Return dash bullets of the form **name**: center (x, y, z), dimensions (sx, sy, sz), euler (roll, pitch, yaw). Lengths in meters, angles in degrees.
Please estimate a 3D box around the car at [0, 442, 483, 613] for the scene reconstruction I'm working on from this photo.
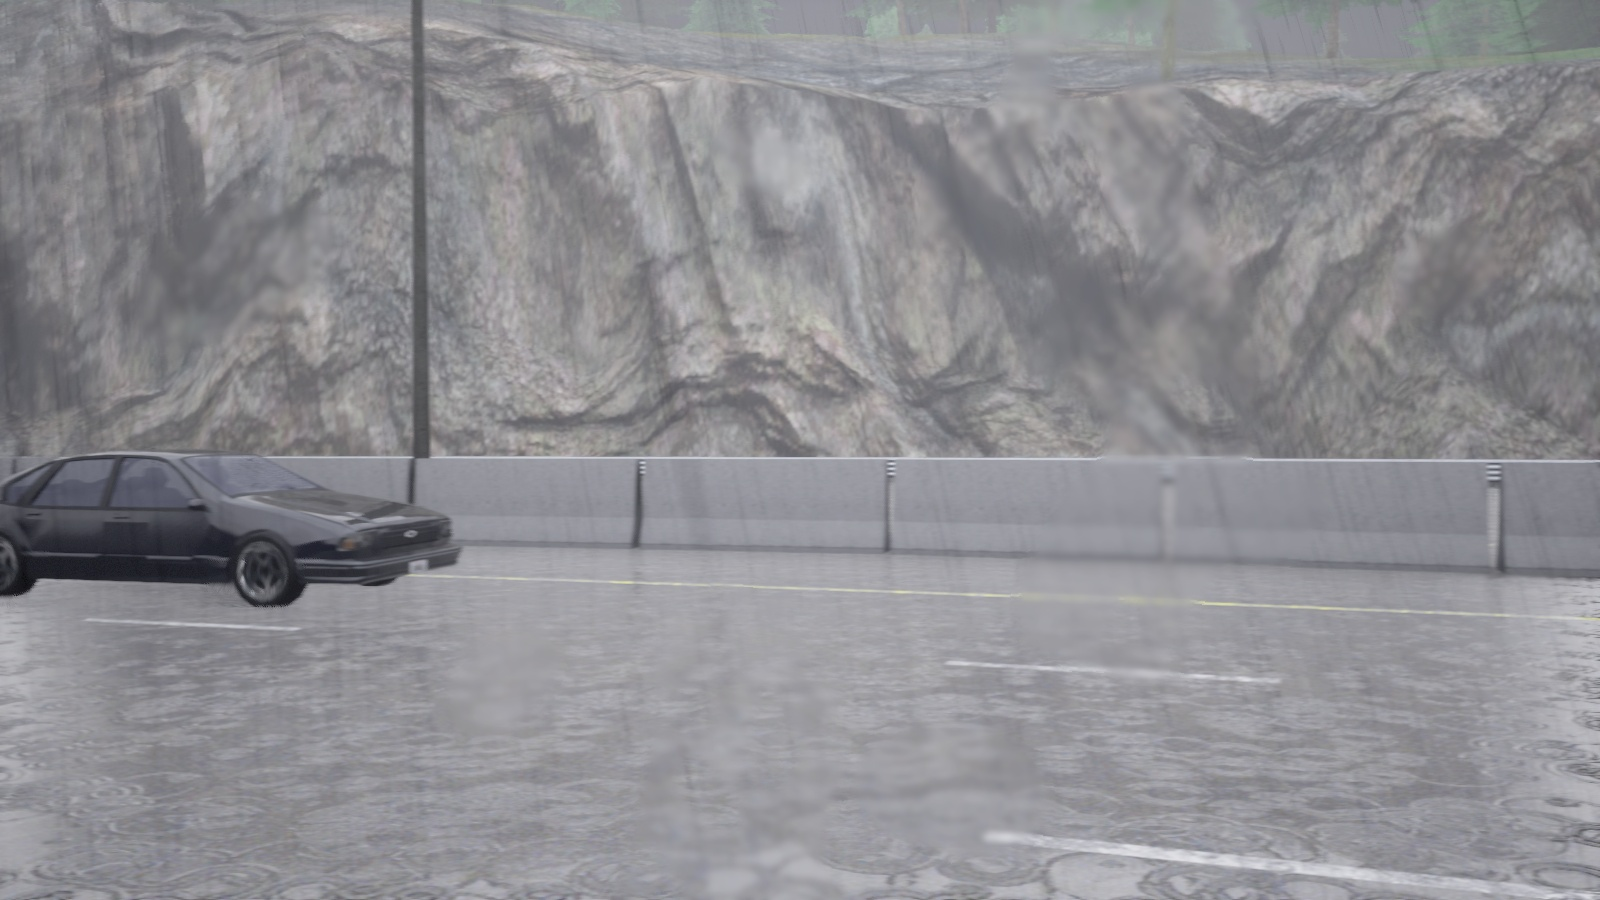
- **car**: center (-6.051, 0.649, 12.386), dimensions (5.357, 1.411, 2.033), euler (0, 1, 15)
